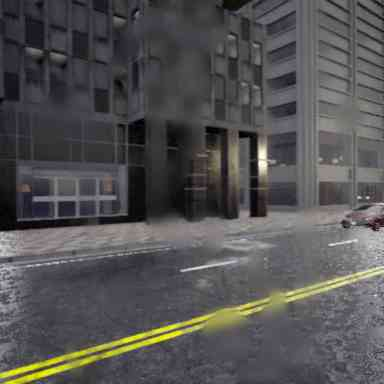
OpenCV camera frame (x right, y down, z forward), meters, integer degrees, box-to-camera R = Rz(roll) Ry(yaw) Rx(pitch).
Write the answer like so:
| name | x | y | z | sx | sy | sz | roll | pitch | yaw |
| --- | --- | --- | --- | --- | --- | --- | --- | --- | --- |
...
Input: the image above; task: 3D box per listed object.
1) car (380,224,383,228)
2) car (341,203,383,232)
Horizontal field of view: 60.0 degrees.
| name | x | y | z | sx | sy | sz | roll | pitch | yaw |
| --- | --- | --- | --- | --- | --- | --- | --- | --- | --- |
| car | 6.809 | 1.498 | 8.296 | 4.181 | 1.385 | 1.994 | 0 | 0 | -36 |
| car | 10.553 | 1.387 | 19.191 | 4.674 | 1.442 | 1.812 | -1 | 0 | -35 |
